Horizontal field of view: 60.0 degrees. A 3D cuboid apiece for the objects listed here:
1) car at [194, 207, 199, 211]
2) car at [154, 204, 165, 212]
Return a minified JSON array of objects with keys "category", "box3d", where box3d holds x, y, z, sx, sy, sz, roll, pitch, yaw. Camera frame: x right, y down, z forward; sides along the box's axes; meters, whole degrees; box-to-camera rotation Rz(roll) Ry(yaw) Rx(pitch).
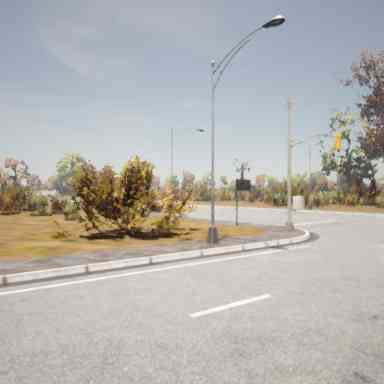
[{"category":"car","box3d":[-1.259,1.326,38.908,2.097,1.767,4.553,0,0,-39]},{"category":"car","box3d":[-3.196,1.504,35.728,1.812,1.442,4.674,0,0,-39]}]
